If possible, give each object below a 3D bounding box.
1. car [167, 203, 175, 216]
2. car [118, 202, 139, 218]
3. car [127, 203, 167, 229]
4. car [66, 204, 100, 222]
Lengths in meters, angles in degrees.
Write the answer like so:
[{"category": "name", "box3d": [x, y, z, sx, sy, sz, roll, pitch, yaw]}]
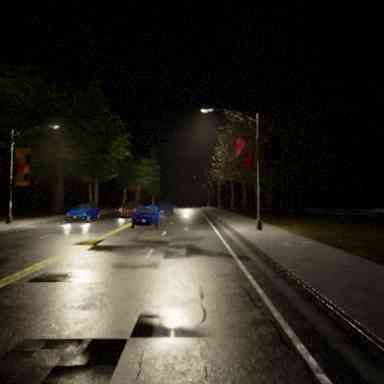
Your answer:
[{"category": "car", "box3d": [-3.267, 2.127, 41.728, 1.882, 1.535, 5.008, 0, -1, 0]}, {"category": "car", "box3d": [-6.643, 1.896, 36.552, 2.097, 1.767, 4.553, 0, -1, 0]}, {"category": "car", "box3d": [-3.217, 1.804, 24.632, 1.882, 1.535, 5.008, 0, -1, 0]}, {"category": "car", "box3d": [-9.912, 1.912, 30.658, 1.882, 1.535, 5.008, 0, -1, 0]}]
